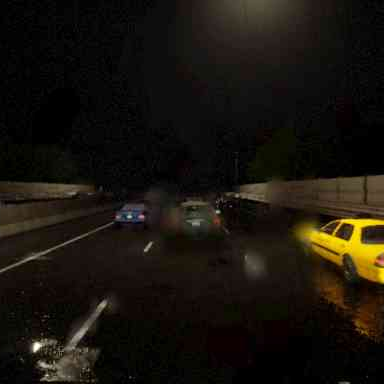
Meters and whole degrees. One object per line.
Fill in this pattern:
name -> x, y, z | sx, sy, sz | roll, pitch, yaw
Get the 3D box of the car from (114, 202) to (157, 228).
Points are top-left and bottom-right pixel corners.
car -> -3.301, 1.335, 20.171 | 2.033, 1.411, 5.357 | 0, 1, 0

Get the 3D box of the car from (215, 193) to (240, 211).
car -> 3.718, 1.102, 33.676 | 2.128, 1.511, 4.902 | 0, 1, 1

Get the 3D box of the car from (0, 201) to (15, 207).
car -> -13.987, 1.294, 22.543 | 2.033, 1.411, 5.357 | 0, 1, 0

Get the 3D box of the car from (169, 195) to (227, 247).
car -> 0.169, 1.211, 14.450 | 2.097, 1.767, 4.553 | 0, 1, 0

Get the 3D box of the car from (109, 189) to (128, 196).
car -> -13.687, 0.490, 63.709 | 2.150, 2.045, 5.566 | 0, 0, 1

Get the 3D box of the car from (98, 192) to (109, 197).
car -> -17.157, 0.784, 66.388 | 2.033, 1.411, 5.357 | 0, 0, 0

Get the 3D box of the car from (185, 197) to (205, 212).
car -> 0.270, 1.207, 33.674 | 1.895, 1.301, 4.718 | 0, 1, 0

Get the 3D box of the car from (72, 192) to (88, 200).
car -> -20.696, 0.777, 61.610 | 1.837, 1.490, 4.892 | 0, 1, 1

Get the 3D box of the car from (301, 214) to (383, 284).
car -> 4.592, 1.375, 9.219 | 1.801, 1.575, 5.366 | 0, 1, 0
